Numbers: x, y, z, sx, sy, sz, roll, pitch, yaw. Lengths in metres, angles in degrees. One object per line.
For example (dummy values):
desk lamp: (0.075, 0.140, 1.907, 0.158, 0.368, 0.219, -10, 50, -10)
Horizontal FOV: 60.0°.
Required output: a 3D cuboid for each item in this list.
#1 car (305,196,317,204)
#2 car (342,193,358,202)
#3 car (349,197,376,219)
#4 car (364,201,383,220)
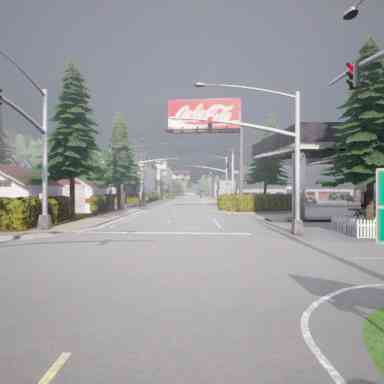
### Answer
car: (22.538, 1.552, 64.035, 1.970, 1.475, 3.806, 0, 0, 0)
car: (34.946, 1.489, 71.820, 2.007, 1.523, 4.514, 0, 0, 0)
car: (14.383, 1.504, 24.973, 3.866, 1.878, 1.905, 0, 0, 0)
car: (18.712, 1.672, 30.641, 4.611, 1.667, 2.242, 0, 0, 0)
